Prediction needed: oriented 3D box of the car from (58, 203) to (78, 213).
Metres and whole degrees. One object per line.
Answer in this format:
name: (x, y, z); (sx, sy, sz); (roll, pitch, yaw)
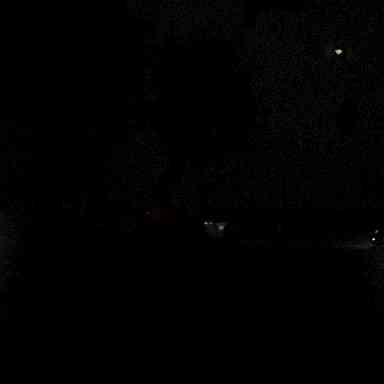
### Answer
car: (-20.232, 2.549, 54.051); (1.994, 1.385, 4.181); (0, -1, -35)

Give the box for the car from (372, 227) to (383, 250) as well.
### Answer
car: (9.016, 1.591, 12.261); (1.994, 1.385, 4.181); (0, -1, -35)

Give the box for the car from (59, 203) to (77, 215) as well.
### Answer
car: (-14.974, 2.214, 41.503); (1.837, 1.490, 4.892); (0, -1, -34)

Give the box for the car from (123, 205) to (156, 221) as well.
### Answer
car: (-4.858, 1.987, 32.083); (2.033, 1.411, 5.357); (0, -1, -35)

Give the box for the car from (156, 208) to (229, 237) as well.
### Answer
car: (0.159, 1.692, 19.772); (2.128, 1.511, 4.902); (0, -1, -35)
